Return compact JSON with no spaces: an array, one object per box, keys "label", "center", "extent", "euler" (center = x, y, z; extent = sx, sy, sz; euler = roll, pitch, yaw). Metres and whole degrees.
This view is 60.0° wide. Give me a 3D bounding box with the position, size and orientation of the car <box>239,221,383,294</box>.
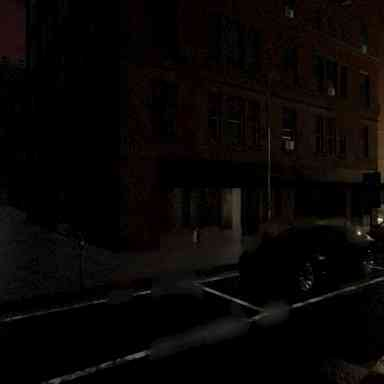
[{"label":"car","center":[3.185,1.565,8.816],"extent":[4.313,1.339,1.947],"euler":[0,0,-36]}]
